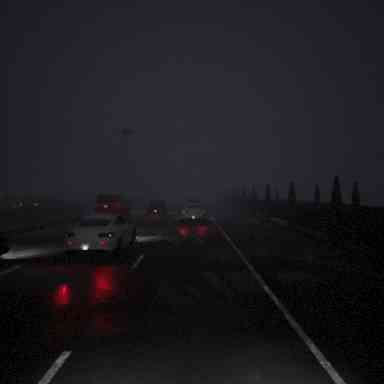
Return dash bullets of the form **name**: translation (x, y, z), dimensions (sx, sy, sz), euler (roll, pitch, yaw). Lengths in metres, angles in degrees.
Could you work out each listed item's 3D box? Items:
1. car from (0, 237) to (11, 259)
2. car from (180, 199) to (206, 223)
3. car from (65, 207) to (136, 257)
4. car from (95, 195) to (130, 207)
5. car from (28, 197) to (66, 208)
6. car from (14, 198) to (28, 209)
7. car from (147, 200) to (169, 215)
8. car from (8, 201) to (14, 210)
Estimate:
- **car**: translation (-6.902, 1.553, 8.532), dimensions (2.033, 1.411, 5.357), euler (0, 0, 0)
- **car**: translation (0.094, 1.544, 25.630), dimensions (1.812, 1.442, 4.674), euler (0, 0, 0)
- **car**: translation (-3.403, 1.535, 12.911), dimensions (1.812, 1.442, 4.674), euler (0, 0, 0)
- **car**: translation (-6.907, 1.242, 29.306), dimensions (2.150, 2.045, 5.566), euler (0, 0, 0)
- **car**: translation (-14.102, 1.528, 33.353), dimensions (1.837, 1.490, 4.892), euler (0, 0, 0)
- **car**: translation (-17.598, 1.378, 37.606), dimensions (2.097, 1.767, 4.553), euler (0, 0, 0)
- **car**: translation (-3.407, 1.528, 33.529), dimensions (1.837, 1.490, 4.892), euler (0, 0, 0)
- **car**: translation (-21.094, 1.520, 41.772), dimensions (2.128, 1.511, 4.902), euler (0, 0, 0)
